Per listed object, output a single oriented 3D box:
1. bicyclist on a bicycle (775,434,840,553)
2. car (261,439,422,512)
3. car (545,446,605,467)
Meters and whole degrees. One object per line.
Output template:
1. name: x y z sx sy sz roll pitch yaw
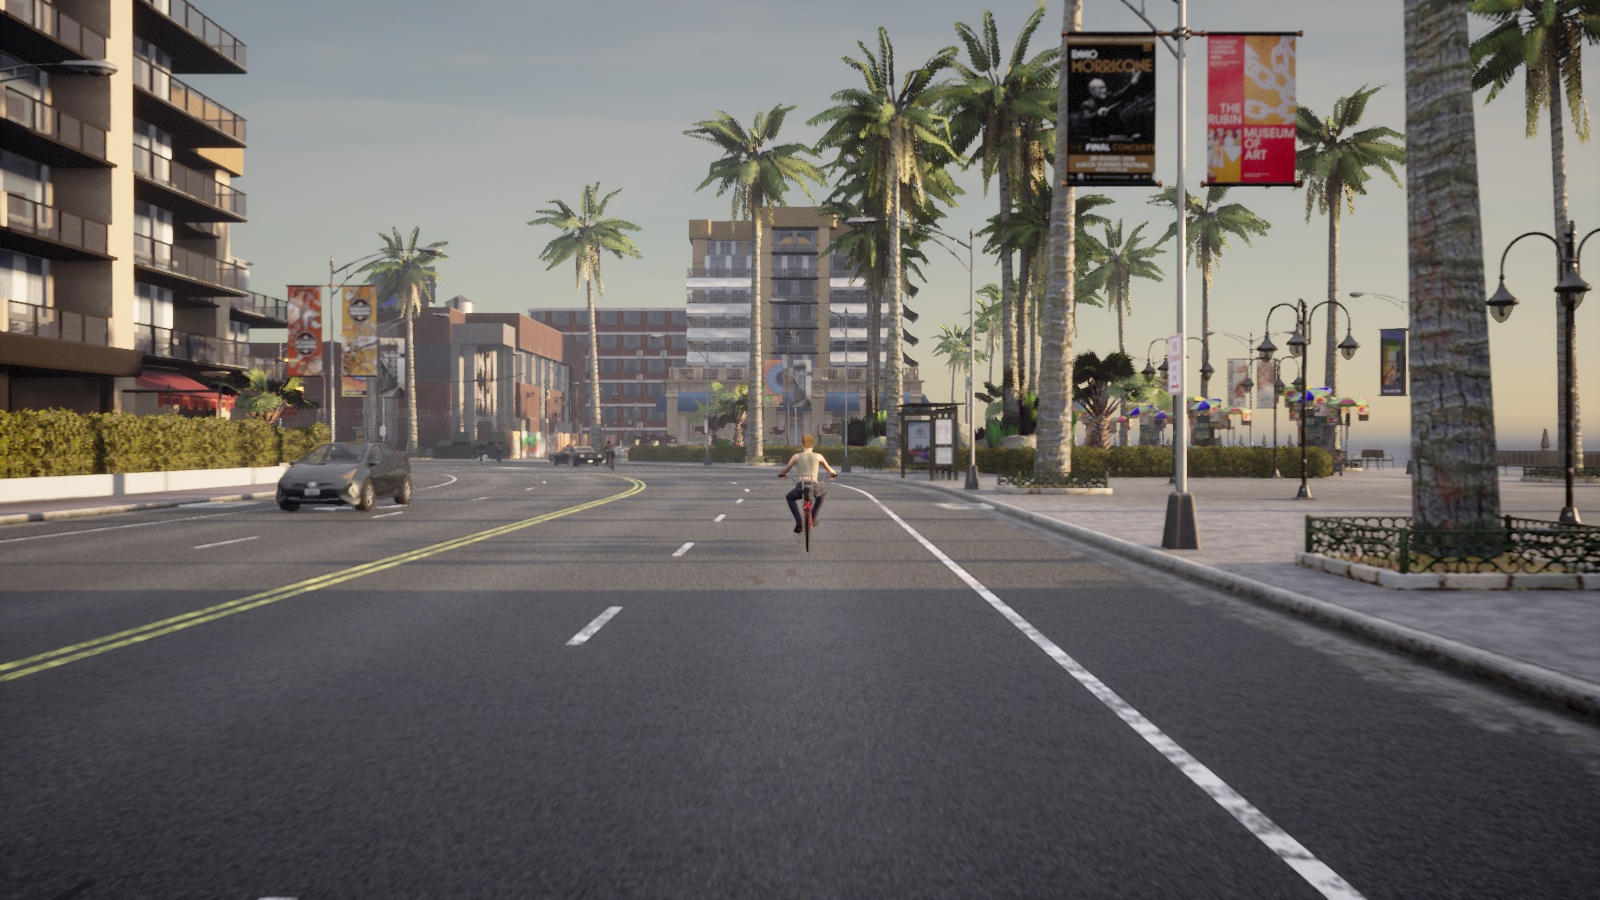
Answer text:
1. bicyclist on a bicycle: 0.111 0.583 17.706 0.866 1.612 1.509 0 0 1
2. car: -10.323 0.523 28.663 2.007 1.525 4.514 0 0 0
3. car: -14.342 0.385 79.887 1.895 1.301 4.718 0 0 -35
